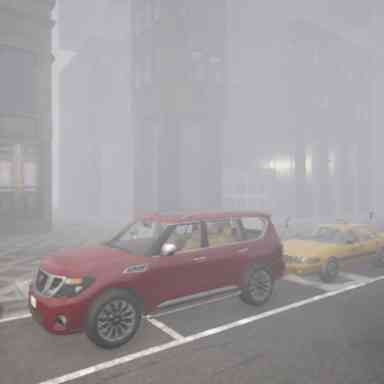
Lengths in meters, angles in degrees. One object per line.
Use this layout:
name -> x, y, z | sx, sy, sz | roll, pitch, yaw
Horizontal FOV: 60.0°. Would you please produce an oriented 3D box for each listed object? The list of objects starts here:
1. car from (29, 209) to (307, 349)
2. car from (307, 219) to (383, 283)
car -> -0.315, 1.303, 6.425 | 5.009, 1.841, 2.192 | 0, 0, -36
car -> 4.120, 1.492, 9.593 | 4.829, 1.417, 1.752 | 0, 0, -36
